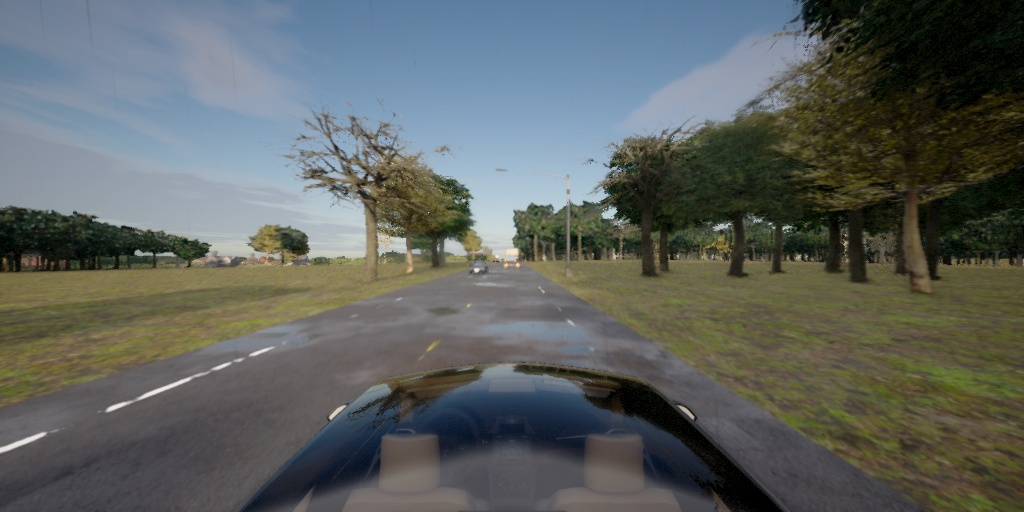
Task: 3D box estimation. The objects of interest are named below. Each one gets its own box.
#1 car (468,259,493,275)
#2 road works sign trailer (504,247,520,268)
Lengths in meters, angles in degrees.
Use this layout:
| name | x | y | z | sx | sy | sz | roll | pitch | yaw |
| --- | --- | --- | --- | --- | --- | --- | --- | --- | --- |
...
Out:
| name | x | y | z | sx | sy | sz | roll | pitch | yaw |
| --- | --- | --- | --- | --- | --- | --- | --- | --- | --- |
| car | -3.546 | 1.271 | 38.792 | 2.128 | 1.511 | 4.902 | 0 | 0 | 1 |
| road works sign trailer | 0.025 | 0.276 | 62.702 | 2.380 | 3.560 | 2.880 | 0 | 0 | 0 |
